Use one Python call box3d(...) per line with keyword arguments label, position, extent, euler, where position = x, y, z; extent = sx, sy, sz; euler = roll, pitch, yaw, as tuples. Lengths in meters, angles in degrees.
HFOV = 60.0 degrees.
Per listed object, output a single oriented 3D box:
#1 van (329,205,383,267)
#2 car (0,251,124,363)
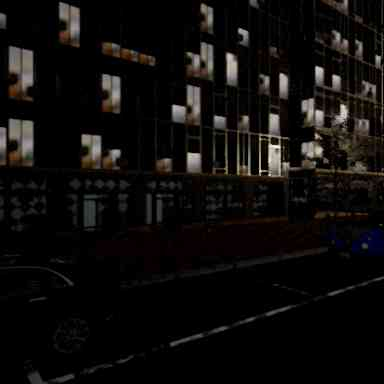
box3d(label="van", position=(6.179, 1.314, 10.968), extent=(3.998, 1.788, 1.690), euler=(0, 0, -36))
box3d(label="car", position=(-3.087, 1.552, 4.355), extent=(4.403, 1.369, 2.008), euler=(0, 0, -36))
